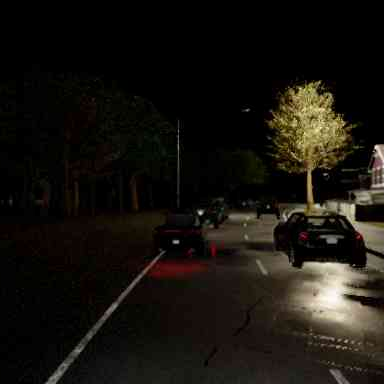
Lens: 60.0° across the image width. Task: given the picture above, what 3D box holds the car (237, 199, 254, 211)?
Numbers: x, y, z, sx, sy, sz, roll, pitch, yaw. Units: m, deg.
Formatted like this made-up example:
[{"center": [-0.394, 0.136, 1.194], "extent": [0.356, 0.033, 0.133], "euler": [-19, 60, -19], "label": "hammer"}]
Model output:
[{"center": [7.857, 1.764, 47.722], "extent": [2.097, 1.767, 4.553], "euler": [0, -1, 19], "label": "car"}]

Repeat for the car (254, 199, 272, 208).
[{"center": [13.213, 2.079, 61.674], "extent": [2.128, 1.511, 4.902], "euler": [0, -1, 25], "label": "car"}]

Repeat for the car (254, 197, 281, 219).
[{"center": [7.551, 1.511, 32.909], "extent": [2.150, 2.045, 5.566], "euler": [0, 0, 13], "label": "car"}]

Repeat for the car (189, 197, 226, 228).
[{"center": [0.970, 1.430, 23.951], "extent": [2.150, 2.045, 5.566], "euler": [0, 0, 9], "label": "car"}]

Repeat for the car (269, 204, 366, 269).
[{"center": [4.253, 1.463, 11.805], "extent": [2.097, 1.767, 4.553], "euler": [0, 0, 5], "label": "car"}]

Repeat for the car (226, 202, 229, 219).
[{"center": [2.047, 1.481, 29.826], "extent": [2.150, 2.045, 5.566], "euler": [0, 0, 11], "label": "car"}]

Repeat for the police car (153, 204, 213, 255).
[{"center": [-0.313, 1.547, 14.160], "extent": [1.930, 1.638, 5.238], "euler": [0, 0, 6], "label": "police car"}]
